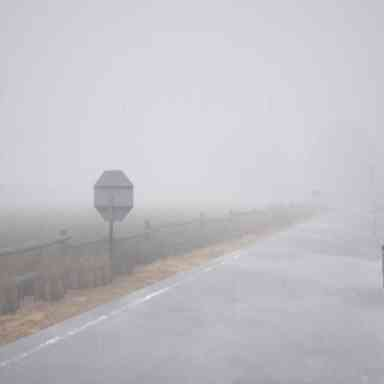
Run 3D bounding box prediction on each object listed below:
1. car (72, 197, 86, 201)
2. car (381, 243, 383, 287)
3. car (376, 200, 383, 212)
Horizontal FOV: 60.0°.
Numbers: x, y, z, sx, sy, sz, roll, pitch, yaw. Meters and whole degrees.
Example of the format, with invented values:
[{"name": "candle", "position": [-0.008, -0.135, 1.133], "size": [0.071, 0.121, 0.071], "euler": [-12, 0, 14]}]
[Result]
[{"name": "car", "position": [-22.842, 1.671, 67.349], "size": [1.812, 1.442, 4.674], "euler": [0, 0, -3]}, {"name": "car", "position": [5.179, 1.623, 7.178], "size": [1.895, 1.301, 4.718], "euler": [0, 0, 29]}, {"name": "car", "position": [23.467, 1.642, 40.340], "size": [1.812, 1.442, 4.674], "euler": [0, 0, 28]}]
